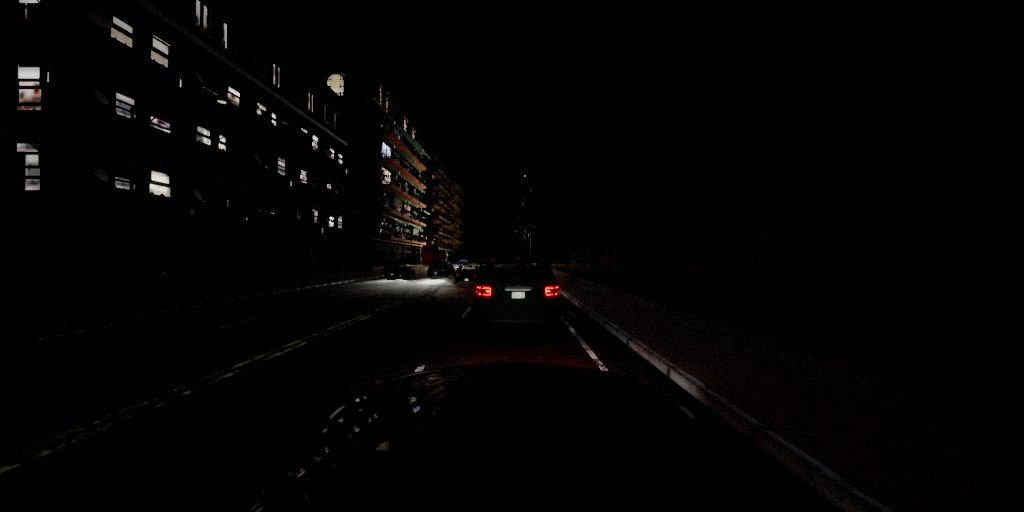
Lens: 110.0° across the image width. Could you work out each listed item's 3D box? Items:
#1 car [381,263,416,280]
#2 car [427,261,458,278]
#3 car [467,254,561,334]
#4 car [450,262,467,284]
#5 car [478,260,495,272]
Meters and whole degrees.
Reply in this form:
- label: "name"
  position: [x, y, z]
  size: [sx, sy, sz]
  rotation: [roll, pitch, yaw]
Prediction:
- label: "car"
  position: [-9.843, 1.318, 31.371]
  size: [1.994, 1.385, 4.181]
  rotation: [0, 0, 0]
- label: "car"
  position: [-6.592, 1.245, 33.461]
  size: [2.128, 1.511, 4.902]
  rotation: [0, 0, 0]
- label: "car"
  position: [0.104, 0.973, 10.742]
  size: [2.150, 2.045, 5.566]
  rotation: [0, 0, -1]
- label: "car"
  position: [-3.144, 1.354, 27.080]
  size: [1.895, 1.301, 4.718]
  rotation: [0, 0, 0]
- label: "car"
  position: [-3.131, 1.252, 45.276]
  size: [1.837, 1.490, 4.892]
  rotation: [0, -2, -1]
